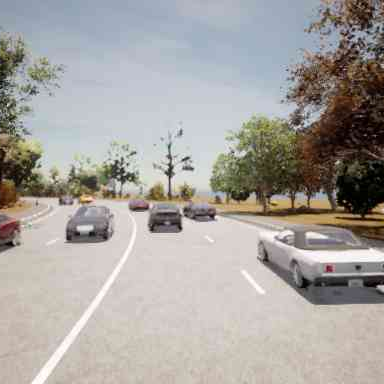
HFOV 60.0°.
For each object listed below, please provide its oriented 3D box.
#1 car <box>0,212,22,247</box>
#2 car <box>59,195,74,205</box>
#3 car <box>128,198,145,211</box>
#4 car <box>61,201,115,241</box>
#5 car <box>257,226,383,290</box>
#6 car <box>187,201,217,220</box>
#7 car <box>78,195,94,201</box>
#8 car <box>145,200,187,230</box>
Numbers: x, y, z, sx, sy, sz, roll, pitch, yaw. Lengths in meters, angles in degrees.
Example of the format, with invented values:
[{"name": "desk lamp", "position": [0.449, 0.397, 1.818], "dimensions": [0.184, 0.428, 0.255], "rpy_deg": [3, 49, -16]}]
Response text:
[{"name": "car", "position": [-7.820, 1.440, 11.796], "dimensions": [1.882, 1.535, 5.008], "rpy_deg": [0, 0, -6]}, {"name": "car", "position": [-19.260, 1.282, 51.030], "dimensions": [2.128, 1.511, 4.902], "rpy_deg": [0, 0, -26]}, {"name": "car", "position": [-6.139, 1.411, 38.031], "dimensions": [1.994, 1.385, 4.181], "rpy_deg": [0, 0, -18]}, {"name": "car", "position": [-4.841, 1.429, 16.328], "dimensions": [2.128, 1.511, 4.902], "rpy_deg": [0, 0, -8]}, {"name": "car", "position": [3.191, 1.556, 8.984], "dimensions": [1.895, 1.301, 4.718], "rpy_deg": [0, 0, -4]}, {"name": "car", "position": [0.511, 1.433, 27.354], "dimensions": [2.033, 1.411, 5.357], "rpy_deg": [0, 0, -13]}, {"name": "car", "position": [-17.797, 1.251, 55.832], "dimensions": [1.882, 1.535, 5.008], "rpy_deg": [0, 0, -28]}, {"name": "car", "position": [-1.723, 1.421, 20.341], "dimensions": [1.837, 1.490, 4.892], "rpy_deg": [0, 0, -9]}]
